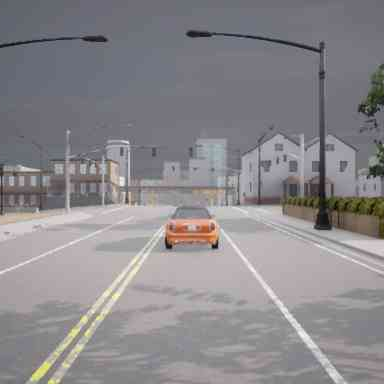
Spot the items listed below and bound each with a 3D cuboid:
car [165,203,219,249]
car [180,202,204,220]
[{"bbox_3d":[0.000,1.364,14.620,2.097,1.767,4.553,0,0,0],"label":"car"},{"bbox_3d":[0.000,1.615,29.680,1.895,1.301,4.718,0,0,0],"label":"car"}]
